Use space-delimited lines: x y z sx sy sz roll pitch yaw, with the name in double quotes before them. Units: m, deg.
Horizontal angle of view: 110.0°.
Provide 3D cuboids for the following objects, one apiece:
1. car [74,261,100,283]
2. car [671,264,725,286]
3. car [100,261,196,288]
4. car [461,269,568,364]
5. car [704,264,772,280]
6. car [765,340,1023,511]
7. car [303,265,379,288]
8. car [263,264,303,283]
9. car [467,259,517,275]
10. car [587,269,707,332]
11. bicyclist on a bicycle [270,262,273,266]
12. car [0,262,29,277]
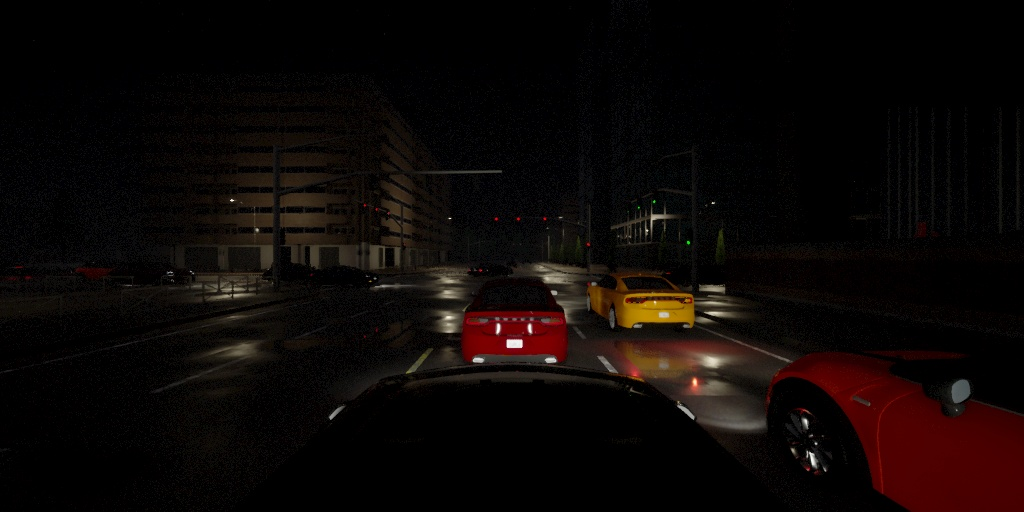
"car" -30.561 1.158 27.683 4.553 1.767 2.097 0 0 0
"car" 12.638 1.312 24.007 4.892 1.490 1.837 0 0 0
"car" -24.134 1.158 24.157 4.553 1.767 2.097 0 0 0
"car" 0.061 1.228 8.105 1.882 1.535 5.008 0 0 0
"car" 19.530 1.406 31.180 4.718 1.301 1.895 0 0 0
"car" 3.600 1.102 1.733 2.097 1.767 4.553 0 0 0
"car" -11.216 1.351 24.103 4.181 1.385 1.994 -1 0 0
"car" -16.567 1.331 27.663 4.674 1.442 1.812 0 0 -1
"car" -2.003 1.323 34.128 2.033 1.411 5.357 0 0 32
"car" 3.580 1.228 10.879 1.882 1.535 5.008 0 0 0
"bicyclist on a bicycle" -25.527 1.106 38.644 0.582 1.620 1.656 0 0 0
"car" -50.339 1.297 34.913 4.902 1.511 2.128 0 0 1
